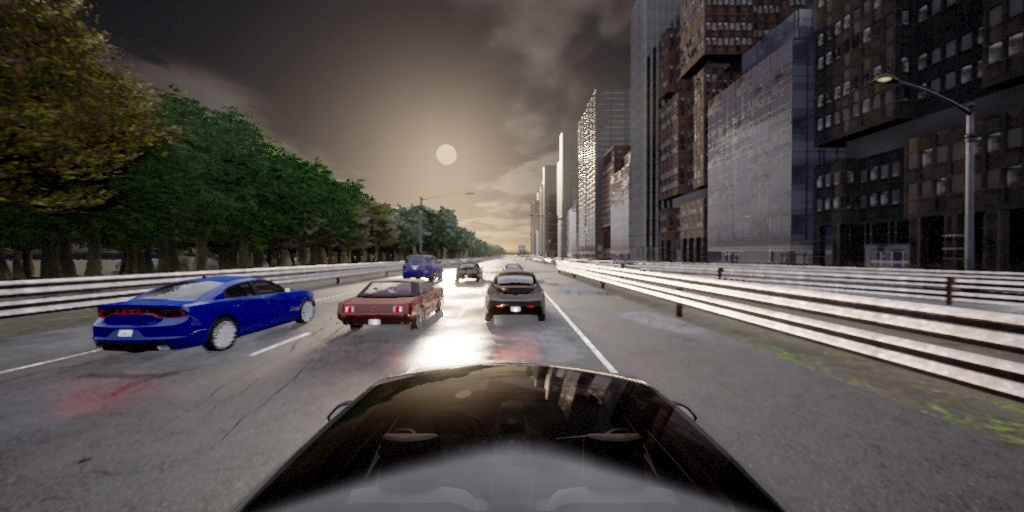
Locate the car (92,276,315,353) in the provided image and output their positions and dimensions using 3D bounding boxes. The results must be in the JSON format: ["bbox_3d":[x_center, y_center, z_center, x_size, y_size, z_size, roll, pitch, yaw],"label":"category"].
[{"bbox_3d":[-6.899,1.225,8.875,1.882,1.535,5.008,0,0,0],"label":"car"}]

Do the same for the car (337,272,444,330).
[{"bbox_3d":[-3.398,1.348,11.102,1.895,1.301,4.718,0,0,0],"label":"car"}]

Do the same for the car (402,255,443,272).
[{"bbox_3d":[-6.891,0.969,28.175,2.150,2.045,5.566,0,0,0],"label":"car"}]

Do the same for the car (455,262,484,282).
[{"bbox_3d":[-3.390,1.253,28.994,1.837,1.490,4.892,0,0,0],"label":"car"}]

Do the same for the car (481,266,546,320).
[{"bbox_3d":[0.103,1.252,12.545,1.837,1.490,4.892,0,0,0],"label":"car"}]

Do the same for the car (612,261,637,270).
[{"bbox_3d":[12.124,1.298,40.583,1.882,1.535,5.008,0,0,-16],"label":"car"}]

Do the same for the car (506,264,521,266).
[{"bbox_3d":[0.109,1.312,29.782,1.994,1.385,4.181,0,0,0],"label":"car"}]
